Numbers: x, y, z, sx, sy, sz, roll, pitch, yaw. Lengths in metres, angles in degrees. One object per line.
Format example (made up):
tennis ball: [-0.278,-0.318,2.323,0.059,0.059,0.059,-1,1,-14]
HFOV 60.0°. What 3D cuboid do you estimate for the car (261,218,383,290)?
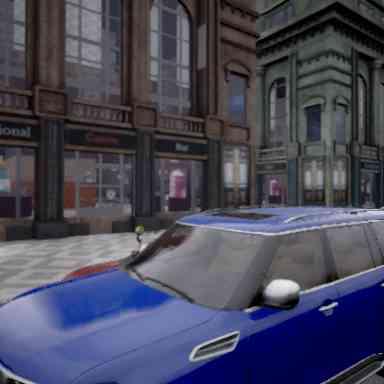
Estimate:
car: [4.230,1.585,9.669,4.313,1.339,1.947,0,0,-36]

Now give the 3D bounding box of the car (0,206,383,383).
car: [0.700,1.228,3.872,5.566,2.045,2.150,0,0,-36]

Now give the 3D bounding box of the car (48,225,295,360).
car: [-0.199,1.552,6.508,4.507,1.381,1.887,0,0,-36]
